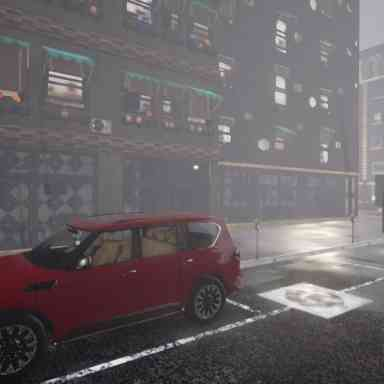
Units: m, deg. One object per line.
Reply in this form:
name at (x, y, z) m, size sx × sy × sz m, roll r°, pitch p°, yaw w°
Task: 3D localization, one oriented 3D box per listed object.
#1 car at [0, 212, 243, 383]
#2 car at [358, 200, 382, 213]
car at (-1.362, 1.316, 5.584) m, size 5.009 × 1.841 × 2.192 m, roll 0°, pitch 1°, yaw -35°
car at (20.164, 1.538, 37.360) m, size 1.887 × 1.381 × 4.507 m, roll 1°, pitch 0°, yaw -36°
